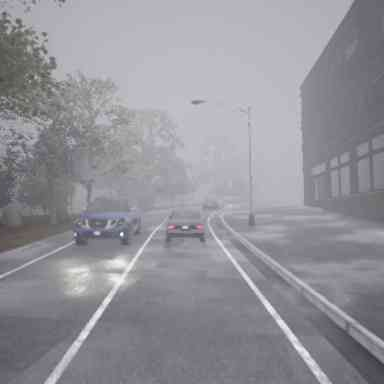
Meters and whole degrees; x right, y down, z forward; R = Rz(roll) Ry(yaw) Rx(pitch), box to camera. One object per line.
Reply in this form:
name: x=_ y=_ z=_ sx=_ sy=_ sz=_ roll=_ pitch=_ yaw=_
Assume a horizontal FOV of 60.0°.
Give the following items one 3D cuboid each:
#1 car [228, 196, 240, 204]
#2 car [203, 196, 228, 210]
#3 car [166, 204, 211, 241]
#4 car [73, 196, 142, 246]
car: x=6.664 y=1.378 z=57.294 sx=1.812 sy=1.442 sz=4.674 roll=-4 pitch=-1 yaw=33
car: x=2.645 y=1.419 z=40.442 sx=1.994 sy=1.385 sz=4.181 roll=-2 pitch=0 yaw=17
car: x=-0.305 y=1.543 z=16.626 sx=2.033 sy=1.411 sz=5.357 roll=0 pitch=0 yaw=-1
car: x=-3.707 y=1.220 z=15.593 sx=2.150 sy=2.045 sz=5.566 roll=0 pitch=0 yaw=-1
